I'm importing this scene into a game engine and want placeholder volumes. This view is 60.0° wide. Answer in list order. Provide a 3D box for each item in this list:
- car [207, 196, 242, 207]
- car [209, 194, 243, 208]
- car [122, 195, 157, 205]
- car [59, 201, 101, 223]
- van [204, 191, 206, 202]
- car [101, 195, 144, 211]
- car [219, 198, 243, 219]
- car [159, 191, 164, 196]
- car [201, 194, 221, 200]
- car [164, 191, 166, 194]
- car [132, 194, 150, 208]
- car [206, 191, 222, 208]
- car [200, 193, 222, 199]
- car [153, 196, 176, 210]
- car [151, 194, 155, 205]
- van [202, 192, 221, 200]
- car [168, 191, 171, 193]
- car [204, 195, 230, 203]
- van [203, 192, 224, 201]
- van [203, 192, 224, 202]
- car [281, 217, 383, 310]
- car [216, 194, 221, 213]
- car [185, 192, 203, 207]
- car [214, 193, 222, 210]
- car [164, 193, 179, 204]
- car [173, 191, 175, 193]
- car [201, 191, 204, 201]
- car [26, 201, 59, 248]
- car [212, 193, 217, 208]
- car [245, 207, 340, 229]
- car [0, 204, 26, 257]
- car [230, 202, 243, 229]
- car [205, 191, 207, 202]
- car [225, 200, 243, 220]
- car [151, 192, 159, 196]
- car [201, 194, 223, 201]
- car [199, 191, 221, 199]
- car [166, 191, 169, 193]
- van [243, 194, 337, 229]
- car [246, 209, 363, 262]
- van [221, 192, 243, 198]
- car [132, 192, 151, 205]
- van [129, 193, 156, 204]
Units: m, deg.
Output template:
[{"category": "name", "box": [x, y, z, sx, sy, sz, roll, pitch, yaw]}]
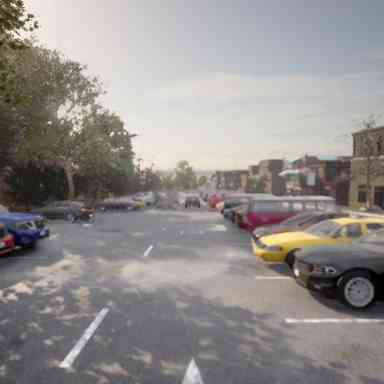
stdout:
[{"category": "car", "box": [4.724, 1.346, 49.187, 4.892, 1.521, 2.231, 0, 0, 0]}, {"category": "car", "box": [4.688, 1.226, 46.383, 4.553, 1.767, 2.185, 0, 0, 0]}, {"category": "car", "box": [-8.550, 1.330, 54.251, 5.366, 1.575, 1.946, 0, 0, 0]}, {"category": "car", "box": [-9.521, 1.430, 24.360, 4.892, 1.490, 1.837, 0, -2, 16]}, {"category": "van", "box": [4.600, 1.112, 51.990, 4.442, 1.987, 1.878, 0, 0, 0]}, {"category": "car", "box": [-8.361, 1.375, 37.595, 4.892, 1.521, 2.231, 0, 0, 0]}, {"category": "car", "box": [4.737, 1.407, 23.958, 5.008, 1.535, 2.097, 0, 0, 0]}, {"category": "car", "box": [-8.396, 1.068, 59.801, 5.566, 2.045, 2.435, 0, 0, 0]}, {"category": "car", "box": [4.697, 1.180, 82.835, 4.674, 1.452, 2.002, 0, 1, 0]}, {"category": "car", "box": [-8.340, 1.056, 62.578, 5.566, 2.045, 2.435, 0, 0, 0]}, {"category": "car", "box": [-8.172, 1.364, 40.372, 5.366, 1.575, 1.946, 0, 0, 0]}, {"category": "car", "box": [4.753, 1.121, 37.973, 5.566, 2.045, 2.435, 0, 0, 0]}, {"category": "car", "box": [4.884, 1.108, 85.638, 5.366, 1.575, 1.946, 0, 1, 0]}, {"category": "car", "box": [-3.366, 1.484, 41.870, 1.895, 1.301, 4.718, 0, 0, 0]}, {"category": "car", "box": [-8.333, 1.376, 48.699, 4.792, 1.488, 2.163, 0, 0, 0]}, {"category": "van", "box": [4.585, 0.943, 80.030, 4.442, 1.987, 1.878, 0, 1, 0]}, {"category": "car", "box": [-8.349, 0.926, 79.235, 5.566, 2.045, 2.435, 0, 1, 0]}, {"category": "car", "box": [4.704, 1.305, 63.206, 4.892, 1.521, 2.231, 0, 0, 0]}, {"category": "van", "box": [4.821, 0.999, 74.420, 4.442, 1.987, 1.878, 0, 1, 0]}, {"category": "van", "box": [4.589, 1.023, 71.618, 4.442, 1.987, 1.878, 0, 0, 0]}, {"category": "car", "box": [4.746, 1.449, 7.141, 5.008, 1.535, 2.097, 0, 0, 0]}, {"category": "car", "box": [4.697, 1.267, 29.564, 4.553, 1.767, 2.185, 0, 0, 0]}, {"category": "car", "box": [0.074, 1.222, 47.205, 2.097, 1.767, 4.553, 0, 0, 0]}, {"category": "car", "box": [4.759, 1.260, 32.367, 4.553, 1.767, 2.185, 0, 0, 0]}, {"category": "car", "box": [-3.332, 1.406, 58.591, 1.994, 1.385, 4.181, 0, 0, 1]}, {"category": "car", "box": [-8.200, 1.031, 93.115, 5.366, 1.575, 1.946, 0, 1, 0]}, {"category": "car", "box": [4.742, 1.073, 57.597, 5.566, 2.045, 2.435, 0, 0, 0]}, {"category": "car", "box": [-8.313, 1.184, 12.371, 5.566, 2.045, 2.435, 0, 0, 0]}, {"category": "car", "box": [4.757, 1.254, 35.170, 4.553, 1.767, 2.185, 0, 0, 0]}, {"category": "car", "box": [4.709, 1.464, 12.744, 4.792, 1.488, 2.163, 0, 0, 0]}, {"category": "car", "box": [-8.311, 1.191, 9.709, 5.566, 2.045, 2.435, 0, 0, 0]}, {"category": "car", "box": [4.764, 1.450, 18.351, 4.792, 1.488, 2.163, 0, 0, 0]}, {"category": "car", "box": [4.751, 1.114, 40.776, 5.566, 2.045, 2.435, 0, 0, 0]}, {"category": "car", "box": [4.762, 1.443, 21.154, 4.792, 1.488, 2.163, 0, 0, 0]}, {"category": "car", "box": [-8.392, 1.089, 51.474, 5.566, 2.045, 2.435, 0, 0, 0]}, {"category": "car", "box": [4.708, 1.197, 77.229, 5.008, 1.535, 2.097, 0, 1, 0]}, {"category": "car", "box": [4.725, 0.830, 88.439, 5.566, 2.045, 2.435, 0, 1, 0]}, {"category": "car", "box": [-8.370, 1.207, 76.464, 4.892, 1.521, 2.231, 0, 1, 0]}, {"category": "van", "box": [4.853, 1.201, 15.547, 4.442, 1.987, 1.878, 0, 0, 0]}, {"category": "car", "box": [4.554, 1.438, 9.941, 5.366, 1.575, 1.946, 0, 0, 0]}, {"category": "van", "box": [4.847, 1.174, 26.760, 4.442, 1.987, 1.878, 0, 0, 0]}, {"category": "car", "box": [-8.391, 1.228, 45.922, 4.553, 1.767, 2.185, 0, 0, 0]}, {"category": "van", "box": [-8.483, 1.100, 57.025, 4.442, 1.987, 1.878, 0, 0, 0]}]
